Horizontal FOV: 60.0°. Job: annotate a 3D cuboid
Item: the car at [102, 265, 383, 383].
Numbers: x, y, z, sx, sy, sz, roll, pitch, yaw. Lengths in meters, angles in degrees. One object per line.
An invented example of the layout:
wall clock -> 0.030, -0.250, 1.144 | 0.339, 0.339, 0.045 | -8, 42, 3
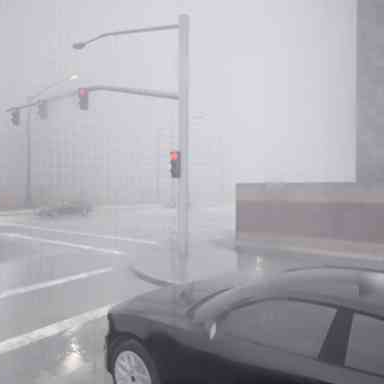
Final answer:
car -> 1.243, 1.474, 3.118 | 5.008, 1.535, 1.882 | 0, 0, 37

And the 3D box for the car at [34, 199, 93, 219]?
car -> -10.618, 1.347, 27.771 | 2.128, 1.511, 4.902 | 0, 0, 34

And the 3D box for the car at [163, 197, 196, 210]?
car -> -1.482, 1.361, 40.338 | 1.837, 1.490, 4.892 | 0, 0, 36
